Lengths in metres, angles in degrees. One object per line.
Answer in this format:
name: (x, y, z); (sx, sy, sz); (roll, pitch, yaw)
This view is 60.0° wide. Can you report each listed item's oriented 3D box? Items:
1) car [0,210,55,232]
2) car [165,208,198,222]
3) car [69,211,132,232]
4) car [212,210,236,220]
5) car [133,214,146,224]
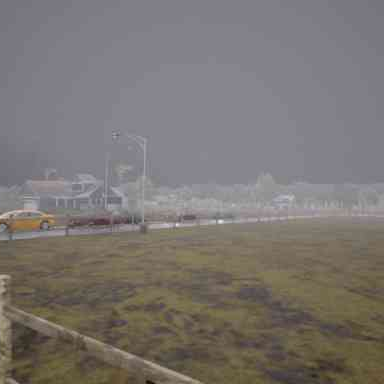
car: (-12.345, 2.030, 23.811); (1.882, 1.535, 5.008); (0, -2, 34)
car: (-1.126, 2.688, 39.724); (2.097, 1.767, 4.553); (0, -2, 36)
car: (-7.279, 2.211, 25.918); (1.882, 1.535, 5.008); (0, -2, 35)
car: (4.646, 3.317, 47.824); (1.994, 1.385, 4.181); (0, -2, 35)
car: (-6.714, 2.490, 31.846); (2.033, 1.411, 5.357); (0, -2, 35)
